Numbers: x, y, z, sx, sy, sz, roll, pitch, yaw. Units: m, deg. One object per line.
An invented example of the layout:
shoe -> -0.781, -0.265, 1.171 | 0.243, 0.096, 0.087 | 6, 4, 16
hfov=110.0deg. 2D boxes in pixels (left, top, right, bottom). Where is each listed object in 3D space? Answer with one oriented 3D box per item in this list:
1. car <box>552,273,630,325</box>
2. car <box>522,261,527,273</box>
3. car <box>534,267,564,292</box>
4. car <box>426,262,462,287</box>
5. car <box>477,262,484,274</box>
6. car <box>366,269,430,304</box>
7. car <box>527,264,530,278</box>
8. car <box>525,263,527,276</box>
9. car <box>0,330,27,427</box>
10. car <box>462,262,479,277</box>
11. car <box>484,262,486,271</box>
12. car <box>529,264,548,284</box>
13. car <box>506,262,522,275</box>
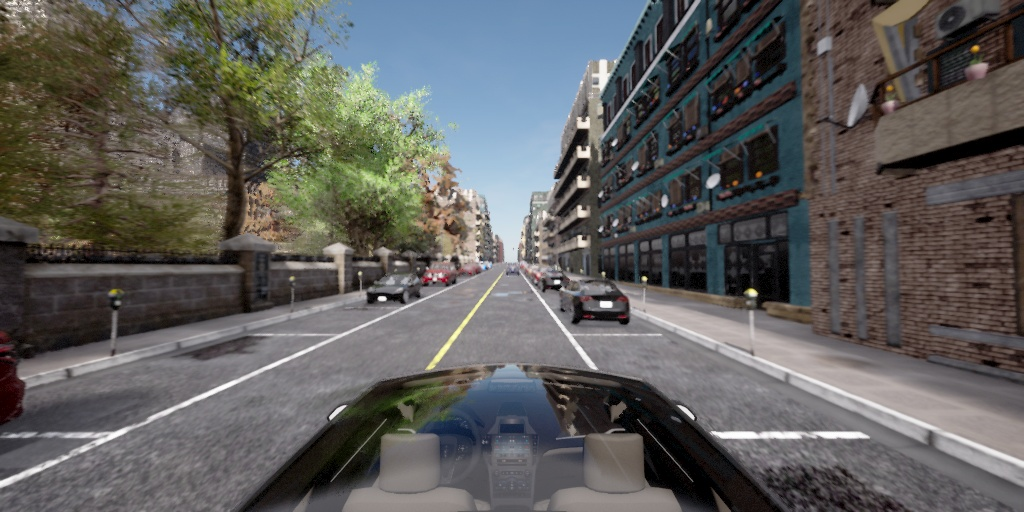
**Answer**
car -> 2.689, 1.456, 12.358 | 1.948, 1.339, 4.313 | 0, 0, 0
car -> 2.686, 1.765, 45.497 | 1.967, 1.591, 4.097 | 0, 0, 0
car -> 2.689, 1.601, 23.406 | 1.948, 1.339, 4.313 | 0, 0, 0
car -> -5.693, 1.422, 28.927 | 2.192, 1.841, 5.009 | 0, 0, 0
car -> -5.696, 1.713, 51.019 | 2.192, 1.841, 5.009 | 0, 0, 0
car -> -5.691, 1.528, 17.881 | 1.948, 1.339, 4.313 | 0, 0, 0
car -> 2.687, 1.725, 34.450 | 1.888, 1.381, 4.507 | 0, 0, 0
car -> 2.686, 1.778, 40.144 | 1.751, 1.417, 4.829 | 0, 0, 0
car -> -5.689, 1.060, 1.312 | 2.192, 1.841, 5.009 | 0, 0, 0
car -> -5.695, 1.871, 45.496 | 1.888, 1.381, 4.507 | 0, 0, 0
car -> -5.697, 2.016, 56.542 | 1.888, 1.381, 4.507 | 0, 0, 0
car -> 2.688, 1.547, 28.928 | 1.967, 1.591, 4.097 | 0, 0, 0
car -> 0.093, 1.924, 49.416 | 2.033, 1.411, 5.357 | 0, -1, 0
